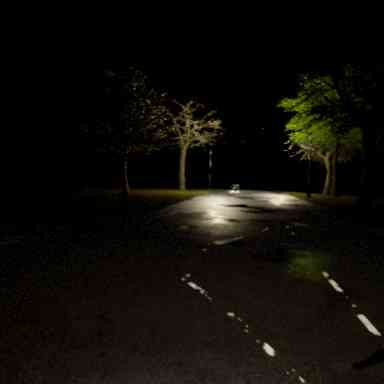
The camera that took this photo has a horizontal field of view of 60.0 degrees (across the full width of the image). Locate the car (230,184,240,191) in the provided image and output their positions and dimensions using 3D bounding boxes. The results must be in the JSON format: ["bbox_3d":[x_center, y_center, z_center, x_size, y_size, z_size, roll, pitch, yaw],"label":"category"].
[{"bbox_3d":[9.377,-0.996,72.044,2.128,1.511,4.902,2,2,14],"label":"car"}]
